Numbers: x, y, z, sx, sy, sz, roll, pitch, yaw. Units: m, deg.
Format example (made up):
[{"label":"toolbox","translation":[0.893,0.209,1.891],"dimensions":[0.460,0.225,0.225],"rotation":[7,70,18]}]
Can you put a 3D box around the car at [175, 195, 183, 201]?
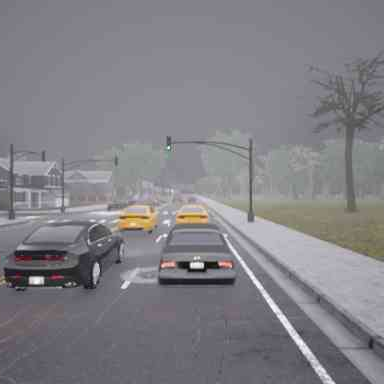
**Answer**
[{"label":"car","translation":[-3.246,1.599,86.172],"dimensions":[1.882,1.535,5.008],"rotation":[0,0,0]}]

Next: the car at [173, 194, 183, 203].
[{"label":"car","translation":[-3.247,1.459,75.781],"dimensions":[2.150,2.045,5.566],"rotation":[0,0,0]}]

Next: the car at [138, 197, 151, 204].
[{"label":"car","translation":[-9.747,1.724,68.534],"dimensions":[1.837,1.490,4.892],"rotation":[0,0,0]}]

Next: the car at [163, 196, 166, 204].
[{"label":"car","translation":[-6.498,1.579,69.298],"dimensions":[2.097,1.767,4.553],"rotation":[0,0,0]}]

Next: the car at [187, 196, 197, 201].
[{"label":"car","translation":[0.003,1.734,75.750],"dimensions":[1.837,1.490,4.892],"rotation":[0,0,0]}]

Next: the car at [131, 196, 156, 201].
[{"label":"car","translation":[-6.560,1.663,45.712],"dimensions":[1.837,1.490,4.892],"rotation":[0,0,2]}]

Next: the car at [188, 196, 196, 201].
[{"label":"car","translation":[0.004,1.674,86.171],"dimensions":[1.994,1.385,4.181],"rotation":[0,0,0]}]

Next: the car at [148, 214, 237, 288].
[{"label":"car","translation":[0.103,1.582,9.440],"dimensions":[2.033,1.411,5.357],"rotation":[0,0,0]}]

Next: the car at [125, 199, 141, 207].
[{"label":"car","translation":[-9.844,1.787,55.896],"dimensions":[1.895,1.301,4.718],"rotation":[0,0,0]}]

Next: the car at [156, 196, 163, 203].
[{"label":"car","translation":[-6.584,1.538,56.168],"dimensions":[2.097,1.767,4.553],"rotation":[0,0,0]}]

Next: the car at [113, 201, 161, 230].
[{"label":"car","translation":[-3.179,1.551,20.148],"dimensions":[1.882,1.535,5.008],"rotation":[0,0,-1]}]

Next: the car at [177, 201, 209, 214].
[{"label":"car","translation":[0.053,1.553,20.648],"dimensions":[1.882,1.535,5.008],"rotation":[0,0,0]}]

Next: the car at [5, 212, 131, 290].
[{"label":"car","translation":[-3.150,1.540,9.161],"dimensions":[1.837,1.490,4.892],"rotation":[0,0,0]}]

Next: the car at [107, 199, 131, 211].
[{"label":"car","translation":[-9.846,1.754,44.194],"dimensions":[1.895,1.301,4.718],"rotation":[0,0,0]}]
